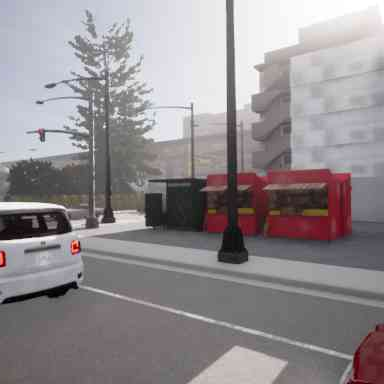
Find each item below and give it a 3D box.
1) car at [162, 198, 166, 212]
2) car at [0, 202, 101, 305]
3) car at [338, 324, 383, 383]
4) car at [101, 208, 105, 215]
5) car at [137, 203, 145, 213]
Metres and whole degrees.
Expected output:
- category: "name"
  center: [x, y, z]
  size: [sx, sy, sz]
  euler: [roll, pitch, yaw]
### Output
- category: "car"
  center: [-1.591, 1.568, 34.805]
  size: [2.128, 1.511, 4.902]
  euler: [-1, -1, 36]
- category: "car"
  center: [-4.748, 1.233, 7.336]
  size: [5.566, 2.045, 2.150]
  euler: [0, 0, 36]
- category: "car"
  center: [3.267, 1.601, 1.653]
  size: [4.718, 1.301, 1.895]
  euler: [0, 0, 35]
- category: "car"
  center: [-10.087, 1.728, 29.381]
  size: [1.895, 1.301, 4.718]
  euler: [-1, -1, 36]
- category: "car"
  center: [-4.126, 1.478, 37.595]
  size: [2.097, 1.767, 4.553]
  euler: [-1, -1, 36]
